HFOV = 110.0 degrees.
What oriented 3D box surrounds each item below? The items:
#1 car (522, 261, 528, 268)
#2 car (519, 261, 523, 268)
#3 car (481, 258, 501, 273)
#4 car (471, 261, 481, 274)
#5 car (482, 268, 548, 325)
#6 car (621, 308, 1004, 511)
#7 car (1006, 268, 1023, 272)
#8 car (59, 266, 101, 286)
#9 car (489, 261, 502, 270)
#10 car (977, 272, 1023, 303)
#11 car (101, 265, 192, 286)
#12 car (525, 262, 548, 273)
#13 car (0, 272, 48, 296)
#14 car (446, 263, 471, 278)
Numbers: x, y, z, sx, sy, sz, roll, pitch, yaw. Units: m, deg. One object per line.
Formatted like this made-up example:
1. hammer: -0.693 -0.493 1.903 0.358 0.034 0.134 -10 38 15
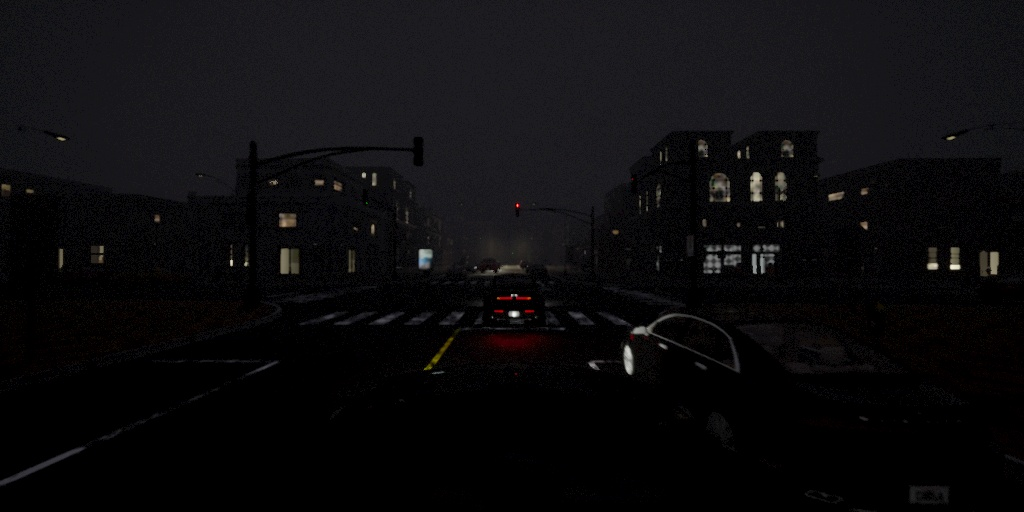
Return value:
1. car: 2.700 1.634 47.926 1.802 1.307 4.207 0 0 0
2. car: 2.703 1.713 64.492 2.007 1.370 4.403 0 0 0
3. car: -3.076 1.280 48.939 2.150 2.045 5.566 0 0 0
4. car: -5.681 1.603 47.941 2.007 1.370 4.403 0 0 0
5. car: 0.072 1.324 12.130 1.837 1.490 4.892 0 0 0
6. car: 2.692 1.319 4.494 2.007 1.370 4.403 0 0 0
7. car: 34.846 1.533 24.344 4.097 1.591 1.967 0 0 1
8. car: -30.816 1.382 25.369 4.207 1.307 1.802 0 0 1
9. car: -3.016 1.664 65.377 2.128 1.511 4.902 0 0 1
10. car: 23.645 1.522 16.102 4.207 1.307 1.802 0 0 1
11. car: -25.449 1.348 25.285 4.829 1.417 1.751 0 0 1
12. car: 2.697 1.545 36.884 1.948 1.339 4.313 0 0 0
13. car: -25.412 1.274 16.903 4.403 1.370 2.007 0 0 1
14. car: -5.683 1.562 36.898 1.802 1.307 4.207 0 0 0
